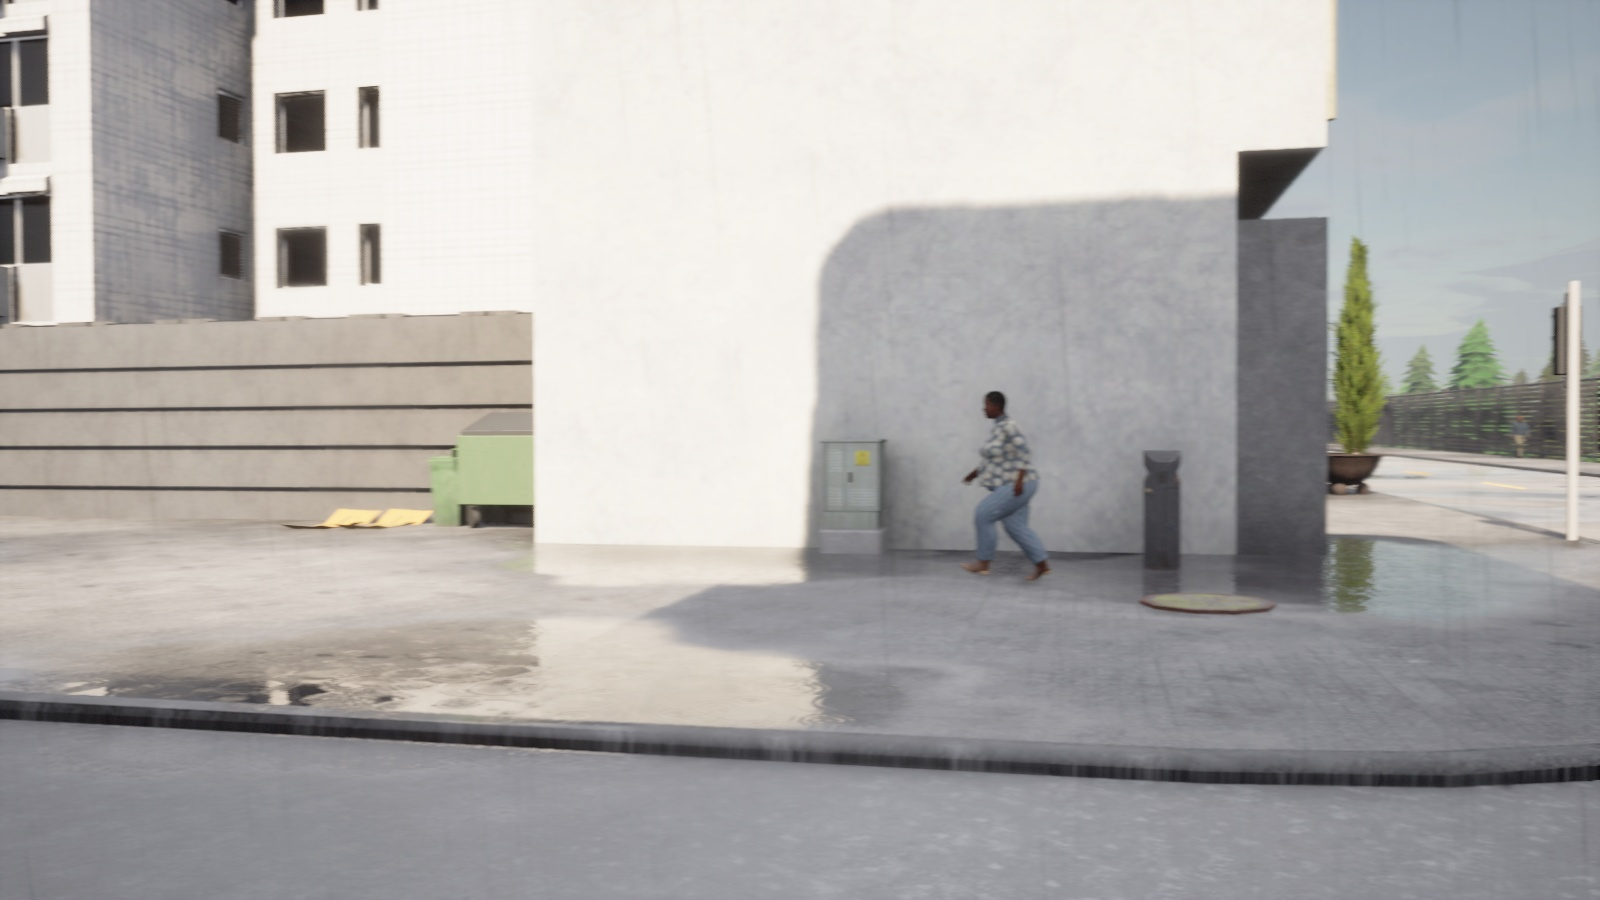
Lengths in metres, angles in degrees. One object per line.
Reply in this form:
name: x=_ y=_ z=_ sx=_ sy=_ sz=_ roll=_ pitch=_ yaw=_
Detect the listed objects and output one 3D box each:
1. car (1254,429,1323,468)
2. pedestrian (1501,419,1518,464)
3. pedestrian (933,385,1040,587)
car: x=19.395 y=-0.107 z=50.029 sx=1.970 sy=1.475 sz=3.806 roll=0 pitch=1 yaw=12
pedestrian: x=29.162 y=-0.366 z=51.601 sx=0.370 sy=1.835 sz=0.726 roll=0 pitch=1 yaw=10
pedestrian: x=1.756 y=0.321 z=11.952 sx=0.900 sy=1.855 sz=0.874 roll=0 pitch=1 yaw=2
